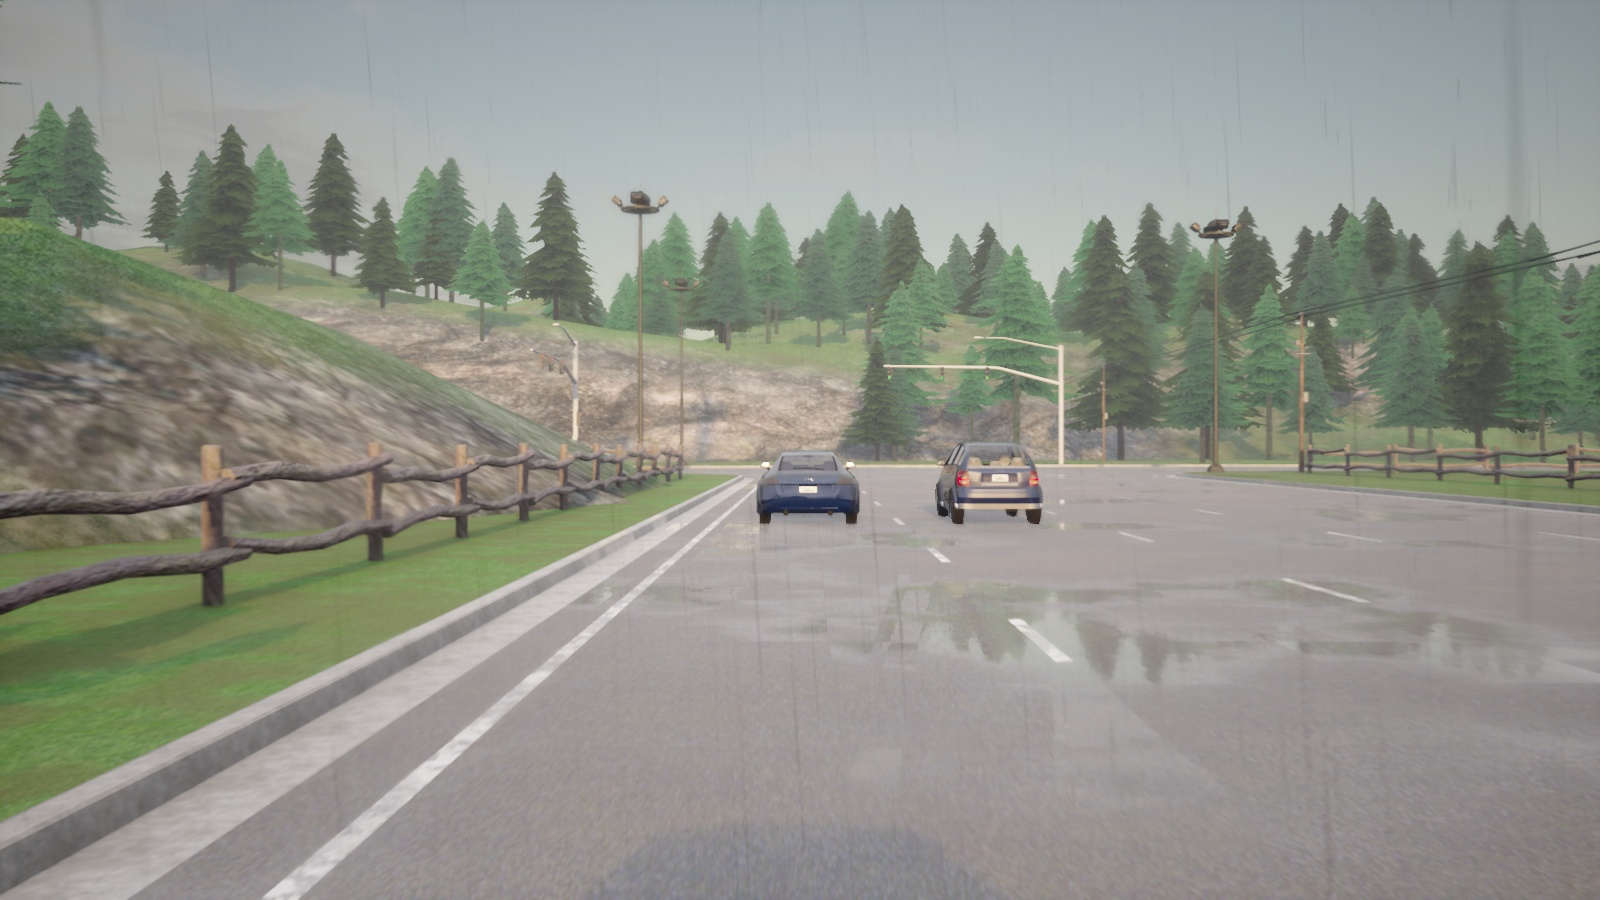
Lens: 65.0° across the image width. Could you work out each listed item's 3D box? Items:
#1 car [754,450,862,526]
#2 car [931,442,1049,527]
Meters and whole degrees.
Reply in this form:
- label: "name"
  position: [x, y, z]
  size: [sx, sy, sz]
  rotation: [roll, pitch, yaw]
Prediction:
- label: "car"
  position: [0.159, 0.698, 25.285]
  size: [1.994, 1.385, 4.181]
  rotation: [0, 0, 0]
- label: "car"
  position: [3.657, 0.618, 24.769]
  size: [1.789, 1.549, 3.705]
  rotation: [0, 0, 0]
